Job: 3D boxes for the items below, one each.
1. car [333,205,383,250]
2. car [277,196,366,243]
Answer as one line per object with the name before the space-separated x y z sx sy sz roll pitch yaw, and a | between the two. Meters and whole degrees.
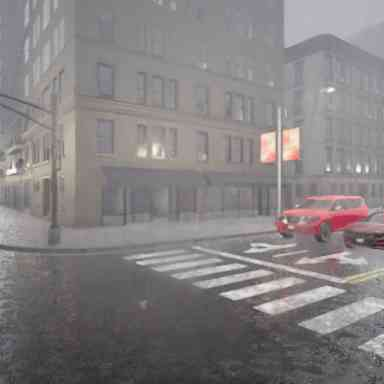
car | 8.092 1.463 13.433 5.008 1.535 1.882 0 0 -35
car | 6.603 1.209 16.377 5.566 2.045 2.150 0 0 -37
